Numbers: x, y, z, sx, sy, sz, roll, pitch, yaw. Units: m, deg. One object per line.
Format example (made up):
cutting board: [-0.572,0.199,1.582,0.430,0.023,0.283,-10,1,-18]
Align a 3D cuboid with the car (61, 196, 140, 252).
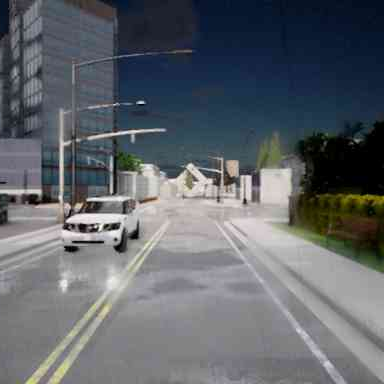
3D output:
car: [-3.581,1.212,14.161,2.150,2.045,5.566,0,0,0]
